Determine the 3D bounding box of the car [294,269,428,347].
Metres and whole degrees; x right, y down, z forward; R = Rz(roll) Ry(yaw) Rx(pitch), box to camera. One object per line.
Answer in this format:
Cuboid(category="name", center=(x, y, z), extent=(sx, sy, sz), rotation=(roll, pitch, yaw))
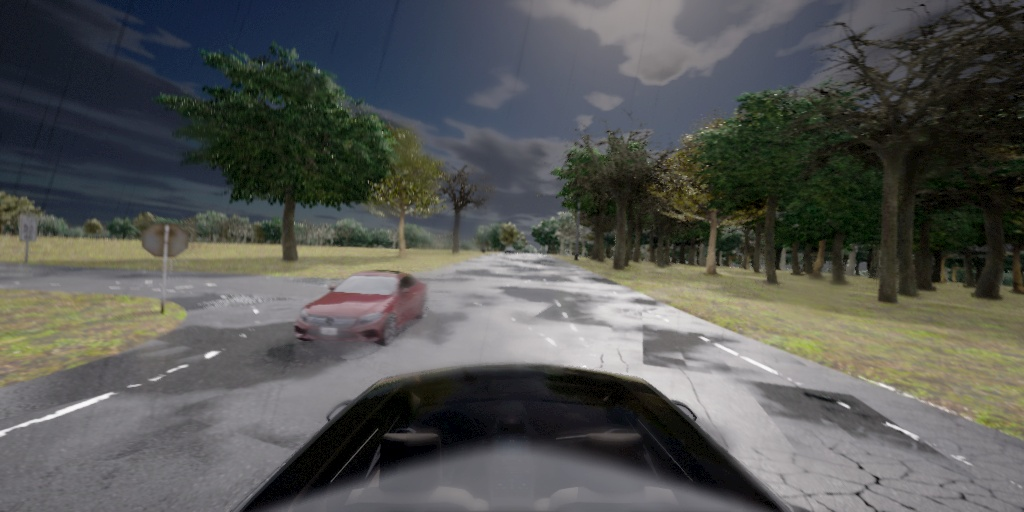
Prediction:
Cuboid(category="car", center=(-3.408, 1.105, 9.103), extent=(1.812, 1.442, 4.674), rotation=(3, 1, 1))
